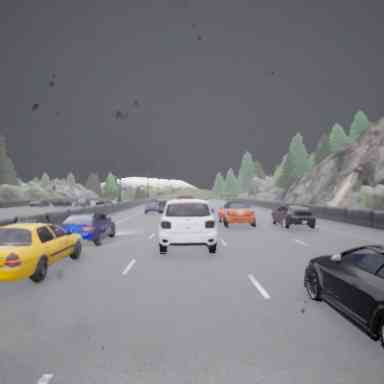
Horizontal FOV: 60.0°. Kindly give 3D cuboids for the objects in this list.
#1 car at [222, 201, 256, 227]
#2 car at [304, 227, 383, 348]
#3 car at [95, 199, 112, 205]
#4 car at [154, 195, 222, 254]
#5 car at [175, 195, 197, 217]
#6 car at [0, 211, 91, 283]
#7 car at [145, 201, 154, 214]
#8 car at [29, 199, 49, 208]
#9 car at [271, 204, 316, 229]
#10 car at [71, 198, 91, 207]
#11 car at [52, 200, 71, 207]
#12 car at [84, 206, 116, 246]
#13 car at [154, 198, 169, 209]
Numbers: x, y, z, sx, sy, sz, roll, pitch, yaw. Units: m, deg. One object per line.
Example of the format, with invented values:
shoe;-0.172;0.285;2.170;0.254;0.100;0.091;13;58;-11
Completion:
car;3.091;1.428;23.615;2.097;1.767;4.553;0;0;-1
car;3.513;1.577;5.724;1.994;1.385;4.181;0;0;-1
car;-15.349;1.900;57.725;1.895;1.301;4.718;0;0;-1
car;-0.189;1.295;14.125;2.150;2.045;5.566;0;0;-1
car;-0.682;1.357;35.127;2.150;2.045;5.566;0;0;-1
car;-4.737;1.543;9.862;1.801;1.575;5.366;0;0;-1
car;-4.324;1.715;38.340;2.033;1.411;5.357;0;0;-1
car;-25.818;1.930;56.214;1.994;1.385;4.181;0;0;-1
car;6.627;1.552;22.151;1.837;1.490;4.892;0;0;-1
car;-18.848;1.848;57.609;1.812;1.442;4.674;0;0;-1
car;-22.329;1.947;57.363;1.895;1.301;4.718;0;0;-1
car;-4.874;1.634;15.677;1.812;1.442;4.674;0;0;-1
car;-4.673;1.686;51.812;1.882;1.535;5.008;0;0;-1
